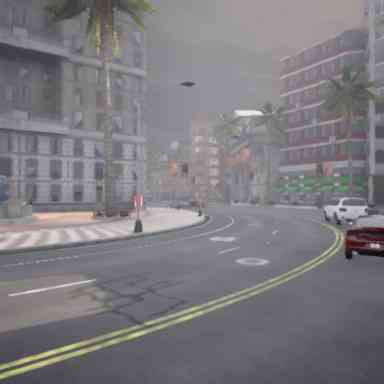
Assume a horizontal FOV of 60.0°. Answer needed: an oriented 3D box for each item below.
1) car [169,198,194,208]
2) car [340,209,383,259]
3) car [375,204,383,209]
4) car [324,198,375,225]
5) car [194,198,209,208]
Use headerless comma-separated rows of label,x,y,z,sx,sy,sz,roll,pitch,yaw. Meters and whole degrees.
car,-2.091,2.037,56.579,1.895,1.301,4.718,0,-1,-31
car,7.009,1.586,12.510,1.882,1.535,5.008,0,-1,31
car,15.525,1.719,26.428,2.128,1.511,4.902,0,0,8
car,12.004,1.443,26.156,2.150,2.045,5.566,0,0,9
car,1.124,1.803,57.993,2.097,1.767,4.553,0,0,-31
